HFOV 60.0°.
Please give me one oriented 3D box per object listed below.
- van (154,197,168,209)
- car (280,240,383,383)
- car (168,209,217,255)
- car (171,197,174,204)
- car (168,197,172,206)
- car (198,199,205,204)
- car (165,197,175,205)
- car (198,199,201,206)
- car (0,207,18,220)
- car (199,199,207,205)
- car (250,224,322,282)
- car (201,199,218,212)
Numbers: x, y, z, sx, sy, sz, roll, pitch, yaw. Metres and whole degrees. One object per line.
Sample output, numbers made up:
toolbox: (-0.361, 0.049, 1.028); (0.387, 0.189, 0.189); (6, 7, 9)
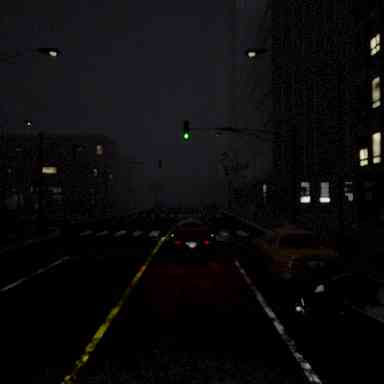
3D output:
van: (-5.707, 1.977, 58.751); (1.690, 1.788, 3.998); (1, -1, 0)
car: (2.666, 1.612, 4.081); (1.947, 1.339, 4.313); (1, -1, 0)
car: (0.019, 1.676, 13.897); (1.812, 1.442, 4.674); (0, 0, 0)
car: (-5.719, 2.382, 75.351); (1.947, 1.339, 4.313); (1, -1, 0)
car: (-5.716, 2.338, 69.816); (1.802, 1.307, 4.206); (1, -1, 0)
car: (2.653, 2.542, 91.947); (1.887, 1.381, 4.507); (1, -1, 0)
car: (-5.721, 2.252, 86.421); (2.192, 1.841, 5.009); (1, -1, 0)
car: (2.662, 2.344, 75.514); (1.752, 1.417, 4.829); (1, -1, 0)
car: (-19.435, 2.156, 32.785); (4.313, 1.339, 1.947); (-1, -1, 1)
car: (2.659, 2.404, 81.048); (1.752, 1.417, 4.829); (1, -1, 0)
car: (2.835, 1.633, 9.895); (1.752, 1.417, 4.829); (1, -1, 0)
car: (2.678, 1.956, 47.671); (1.967, 1.590, 4.097); (1, -1, 0)
